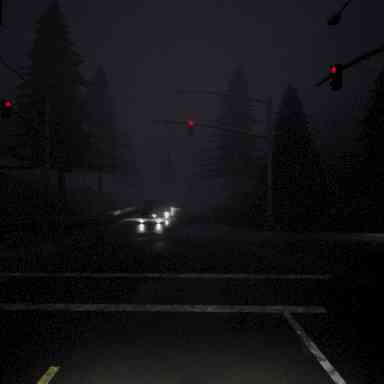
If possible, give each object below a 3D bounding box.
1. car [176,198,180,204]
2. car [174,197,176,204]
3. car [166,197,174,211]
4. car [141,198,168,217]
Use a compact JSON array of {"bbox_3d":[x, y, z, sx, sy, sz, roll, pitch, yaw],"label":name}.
[{"bbox_3d":[-4.055,1.564,61.744,1.994,1.385,4.181,0,0,-39],"label":"car"},{"bbox_3d":[-3.849,1.601,50.700,1.895,1.301,4.718,0,0,-7],"label":"car"},{"bbox_3d":[-3.624,1.601,40.530,1.895,1.301,4.718,0,0,0],"label":"car"},{"bbox_3d":[-3.619,1.505,31.234,1.837,1.490,4.892,0,0,0],"label":"car"}]
